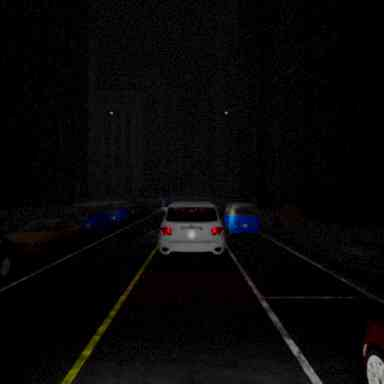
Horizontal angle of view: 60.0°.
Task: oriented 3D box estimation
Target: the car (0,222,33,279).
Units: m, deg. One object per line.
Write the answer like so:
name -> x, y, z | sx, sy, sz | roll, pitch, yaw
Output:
car -> -5.771, 1.620, 7.617 | 2.008, 1.369, 4.403 | 0, -1, 0

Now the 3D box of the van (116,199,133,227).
van -> -5.783, 1.560, 24.540 | 1.690, 1.788, 3.998 | 0, -1, 0

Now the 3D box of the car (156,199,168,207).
car -> -5.808, 2.109, 64.024 | 1.887, 1.381, 4.507 | 0, 0, 0

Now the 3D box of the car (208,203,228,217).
car -> 2.736, 1.900, 35.830 | 1.802, 1.307, 4.206 | 0, -1, 0

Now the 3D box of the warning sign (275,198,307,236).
warning sign -> 5.060, 1.267, 17.052 | 1.300, 1.860, 1.060 | 0, 0, 0

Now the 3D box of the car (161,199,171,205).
car -> -5.816, 2.229, 75.304 | 1.947, 1.339, 4.313 | 0, 0, 0

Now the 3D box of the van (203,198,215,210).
van -> 2.724, 1.807, 52.753 | 1.690, 1.788, 3.998 | 0, -1, 0

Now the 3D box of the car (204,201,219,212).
car -> 2.728, 1.983, 47.111 | 1.947, 1.339, 4.313 | 0, -1, 0

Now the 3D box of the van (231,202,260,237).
van -> 2.746, 1.510, 18.910 | 1.690, 1.788, 3.998 | 0, -1, 0

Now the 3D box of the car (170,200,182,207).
car -> -3.063, 2.170, 64.575 | 1.895, 1.301, 4.718 | 0, 0, 1

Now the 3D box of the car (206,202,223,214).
car -> 2.732, 1.949, 41.470 | 1.802, 1.307, 4.206 | 0, -1, 0

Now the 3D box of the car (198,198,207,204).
car -> 2.702, 2.309, 86.594 | 2.008, 1.369, 4.403 | 0, 0, 0

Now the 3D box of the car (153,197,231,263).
car -> 0.000, 1.338, 12.616 | 2.150, 2.045, 5.566 | 0, 0, 0

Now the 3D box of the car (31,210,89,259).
car -> -5.775, 1.643, 13.088 | 1.752, 1.417, 4.829 | 0, -1, 0

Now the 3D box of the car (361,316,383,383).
car -> 2.758, 1.564, 1.987 | 1.887, 1.381, 4.507 | 0, -1, 0

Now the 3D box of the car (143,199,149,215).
car -> -5.791, 1.633, 35.822 | 2.192, 1.841, 5.009 | 0, -1, 0

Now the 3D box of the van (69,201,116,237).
van -> -5.779, 1.510, 18.900 | 1.690, 1.788, 3.998 | 0, -1, 0

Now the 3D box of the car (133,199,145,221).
car -> -5.786, 1.708, 30.180 | 1.967, 1.590, 4.097 | 0, -1, 0

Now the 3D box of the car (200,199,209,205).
car -> 2.709, 2.207, 75.313 | 1.887, 1.381, 4.507 | 0, 0, 0
